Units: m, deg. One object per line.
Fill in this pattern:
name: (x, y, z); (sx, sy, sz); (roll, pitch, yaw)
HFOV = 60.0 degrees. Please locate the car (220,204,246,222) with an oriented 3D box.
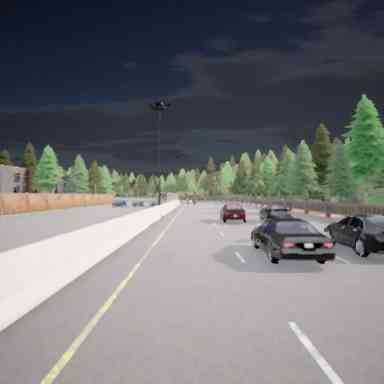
car: (3.533, 1.791, 29.219); (1.882, 1.535, 5.008); (0, 0, 0)

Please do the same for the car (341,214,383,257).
car: (7.021, 1.653, 13.490); (1.837, 1.490, 4.892); (0, 0, 0)

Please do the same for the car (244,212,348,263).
car: (3.512, 1.683, 12.489); (2.033, 1.411, 5.357); (0, -1, 0)

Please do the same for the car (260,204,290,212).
car: (7.027, 1.799, 28.485); (2.128, 1.511, 4.902); (0, 0, 0)
